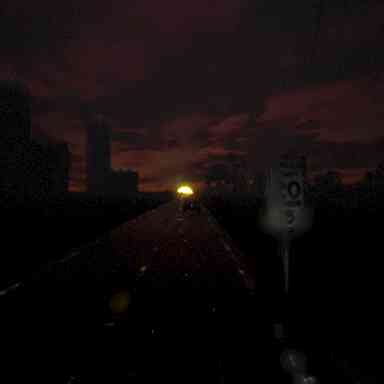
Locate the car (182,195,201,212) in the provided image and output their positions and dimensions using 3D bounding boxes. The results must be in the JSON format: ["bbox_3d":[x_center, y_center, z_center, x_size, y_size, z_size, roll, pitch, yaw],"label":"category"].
[{"bbox_3d":[-0.024,1.349,35.097,2.033,1.411,5.357,0,0,0],"label":"car"}]

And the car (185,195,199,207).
[{"bbox_3d":[-0.014,1.244,47.473,1.837,1.490,4.892,0,1,0],"label":"car"}]
